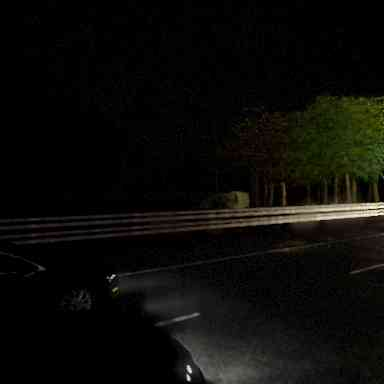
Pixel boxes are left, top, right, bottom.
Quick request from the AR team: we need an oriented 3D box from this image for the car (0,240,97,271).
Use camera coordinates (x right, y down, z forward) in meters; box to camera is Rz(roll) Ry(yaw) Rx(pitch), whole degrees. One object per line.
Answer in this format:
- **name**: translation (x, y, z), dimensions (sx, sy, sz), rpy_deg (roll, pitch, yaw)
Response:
- **car**: translation (-3.653, 1.505, 5.440), dimensions (4.892, 1.490, 1.837), rpy_deg (0, 0, -35)

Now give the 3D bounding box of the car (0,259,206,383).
- **car**: translation (-1.897, 1.565, 2.392), dimensions (4.181, 1.385, 1.994), rpy_deg (0, 0, -35)
